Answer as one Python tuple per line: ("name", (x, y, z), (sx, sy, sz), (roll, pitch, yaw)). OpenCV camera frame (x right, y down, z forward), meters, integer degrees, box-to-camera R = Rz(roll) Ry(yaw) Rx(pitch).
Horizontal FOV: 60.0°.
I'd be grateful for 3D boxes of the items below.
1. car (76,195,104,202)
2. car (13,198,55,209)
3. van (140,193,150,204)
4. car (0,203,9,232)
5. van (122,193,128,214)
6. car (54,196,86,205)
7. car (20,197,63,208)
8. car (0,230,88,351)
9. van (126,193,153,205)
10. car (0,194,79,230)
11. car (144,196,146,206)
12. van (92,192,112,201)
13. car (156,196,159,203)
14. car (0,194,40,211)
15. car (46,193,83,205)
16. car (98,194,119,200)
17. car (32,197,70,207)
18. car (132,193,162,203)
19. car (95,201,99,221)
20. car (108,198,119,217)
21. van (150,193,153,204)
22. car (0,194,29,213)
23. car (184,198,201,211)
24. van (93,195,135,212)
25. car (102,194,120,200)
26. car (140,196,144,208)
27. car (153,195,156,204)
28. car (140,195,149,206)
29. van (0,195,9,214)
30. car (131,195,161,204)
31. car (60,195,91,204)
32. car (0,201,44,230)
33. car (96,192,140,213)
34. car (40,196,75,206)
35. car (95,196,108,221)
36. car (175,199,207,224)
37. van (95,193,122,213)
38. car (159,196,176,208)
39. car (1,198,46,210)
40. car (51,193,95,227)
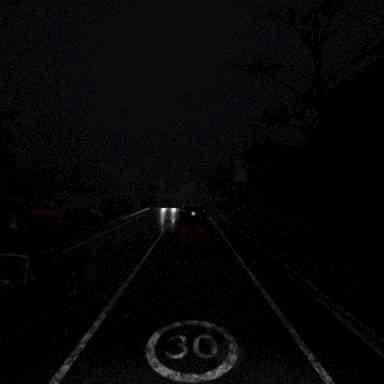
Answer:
("car", (-21.901, 1.391, 71.456), (5.366, 1.575, 1.946), (0, 0, 0))
("car", (-22.018, 1.564, 46.477), (4.792, 1.488, 2.163), (0, 0, 0))
("van", (-9.090, 1.292, 49.973), (4.442, 1.987, 1.878), (0, 0, 0))
("car", (-8.880, 1.366, 10.721), (4.553, 1.767, 2.185), (0, 0, 0))
("van", (-9.064, 1.305, 33.148), (4.442, 1.987, 1.878), (0, 0, 0))
("car", (-22.075, 1.462, 60.354), (5.008, 1.535, 2.097), (0, 0, 0))
("car", (-22.237, 1.520, 49.249), (5.366, 1.575, 1.946), (0, 0, 0))
("car", (-3.351, 1.609, 5.522), (1.895, 1.301, 4.718), (0, 0, 0))
("van", (-9.104, 1.247, 58.385), (4.442, 1.987, 1.878), (0, 0, 0))
("car", (-8.892, 1.250, 16.328), (5.566, 2.045, 2.435), (0, 0, 0))
("car", (-8.962, 1.576, 44.363), (4.674, 1.452, 2.002), (0, 0, 0))
("van", (-22.221, 1.100, 82.557), (4.442, 1.987, 1.878), (0, 0, 0))
("car", (-8.994, 1.495, 61.190), (4.674, 1.452, 2.002), (0, 0, 0))
("car", (-22.011, 1.289, 40.919), (5.566, 2.045, 2.435), (0, 0, 0))
("car", (-22.037, 1.228, 57.577), (5.566, 2.045, 2.435), (0, 0, 0))
("car", (-22.108, 1.292, 88.110), (5.008, 1.535, 2.097), (0, 0, 0))
("car", (-22.051, 1.510, 52.026), (5.008, 1.535, 2.097), (0, 0, 0))
("car", (-8.972, 1.169, 66.795), (5.566, 2.045, 2.435), (0, 0, 0))
("car", (-8.927, 1.551, 21.934), (4.674, 1.452, 2.002), (0, 0, 0))
("car", (-8.932, 1.522, 27.541), (4.892, 1.521, 2.231), (0, 0, 0))
("van", (-8.861, 1.280, 52.775), (4.442, 1.987, 1.878), (0, 0, 0))
("car", (-22.063, 1.289, 38.142), (5.566, 2.045, 2.435), (0, 0, 0))
("car", (0.091, 1.572, 41.747), (2.033, 1.411, 5.357), (0, 0, 0))
("van", (-9.073, 1.314, 38.752), (4.442, 1.987, 1.878), (0, 0, 0))
("car", (-22.116, 1.316, 90.886), (4.674, 1.452, 2.002), (0, 0, 0))
("car", (-8.967, 1.539, 41.560), (4.892, 1.521, 2.231), (0, 0, 0))
("car", (-8.977, 1.490, 55.583), (5.008, 1.535, 2.097), (0, 0, 0))
("car", (-8.998, 1.560, 47.171), (4.792, 1.488, 2.163), (0, 0, 0))
("van", (-22.147, 1.310, 35.366), (4.442, 1.987, 1.878), (0, 0, 0))
("car", (-8.810, 1.435, 63.993), (5.366, 1.575, 1.946), (0, 0, 0))
("car", (-22.079, 1.445, 63.130), (5.008, 1.535, 2.097), (0, 0, 0))
("car", (-8.885, 1.371, 13.525), (4.553, 1.767, 2.185), (0, 0, 0))
("car", (-8.923, 1.284, 35.952), (5.566, 2.045, 2.435), (0, 0, 0))
("car", (-22.055, 1.497, 54.804), (4.892, 1.521, 2.231), (0, 0, 0))
("car", (-8.965, 1.390, 24.738), (4.553, 1.767, 2.185), (0, 0, 0))
("car", (0.094, 1.538, 25.399), (2.163, 1.488, 4.792), (0, 0, 0))
("van", (-9.059, 1.300, 30.344), (4.442, 1.987, 1.878), (0, 0, 0))
("car", (-3.339, 1.516, 48.365), (1.837, 1.490, 4.892), (0, 0, 0))
("car", (-22.072, 1.567, 43.694), (4.792, 1.488, 2.163), (0, 0, 0))
("car", (-8.896, 1.255, 19.131), (5.566, 2.045, 2.435), (0, 0, 0))
